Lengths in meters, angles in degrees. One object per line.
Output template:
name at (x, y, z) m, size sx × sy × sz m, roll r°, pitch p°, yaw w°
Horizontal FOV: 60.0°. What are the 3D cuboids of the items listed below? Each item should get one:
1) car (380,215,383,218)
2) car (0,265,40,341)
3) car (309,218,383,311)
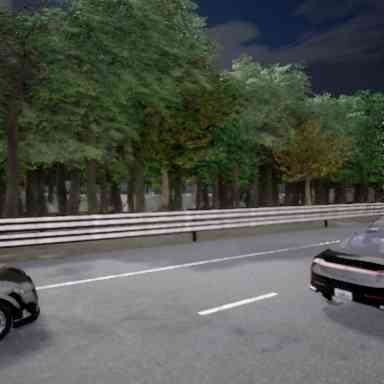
car at (9.680, 1.543, 14.953) m, size 4.181 × 1.385 × 1.994 m, roll 0°, pitch 0°, yaw -36°
car at (-4.524, 1.563, 4.818) m, size 4.181 × 1.385 × 1.994 m, roll 0°, pitch 0°, yaw -36°
car at (4.494, 1.485, 6.951) m, size 4.902 × 1.511 × 2.128 m, roll 0°, pitch 0°, yaw -35°
